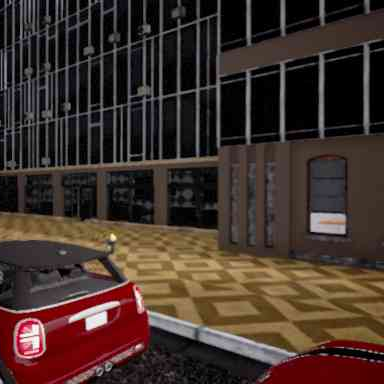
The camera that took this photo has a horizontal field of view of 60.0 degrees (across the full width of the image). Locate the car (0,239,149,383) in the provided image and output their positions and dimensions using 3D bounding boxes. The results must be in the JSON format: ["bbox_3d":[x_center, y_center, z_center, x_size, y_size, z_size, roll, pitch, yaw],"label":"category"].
[{"bbox_3d":[-2.618,1.407,4.742,4.097,1.590,1.967,0,0,35],"label":"car"}]

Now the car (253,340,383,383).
[{"bbox_3d":[2.017,1.447,1.438,4.097,1.590,1.967,0,0,35],"label":"car"}]
